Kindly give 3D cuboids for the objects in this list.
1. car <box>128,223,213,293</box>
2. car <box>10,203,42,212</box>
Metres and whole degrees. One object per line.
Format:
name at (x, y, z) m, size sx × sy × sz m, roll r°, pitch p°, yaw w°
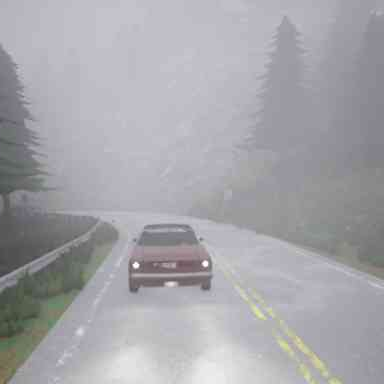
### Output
car at (-0.646, 1.586, 9.050) m, size 1.895 × 1.301 × 4.718 m, roll 0°, pitch 0°, yaw -6°
car at (-18.992, 2.013, 37.313) m, size 4.902 × 1.511 × 2.128 m, roll -2°, pitch 3°, yaw 27°
